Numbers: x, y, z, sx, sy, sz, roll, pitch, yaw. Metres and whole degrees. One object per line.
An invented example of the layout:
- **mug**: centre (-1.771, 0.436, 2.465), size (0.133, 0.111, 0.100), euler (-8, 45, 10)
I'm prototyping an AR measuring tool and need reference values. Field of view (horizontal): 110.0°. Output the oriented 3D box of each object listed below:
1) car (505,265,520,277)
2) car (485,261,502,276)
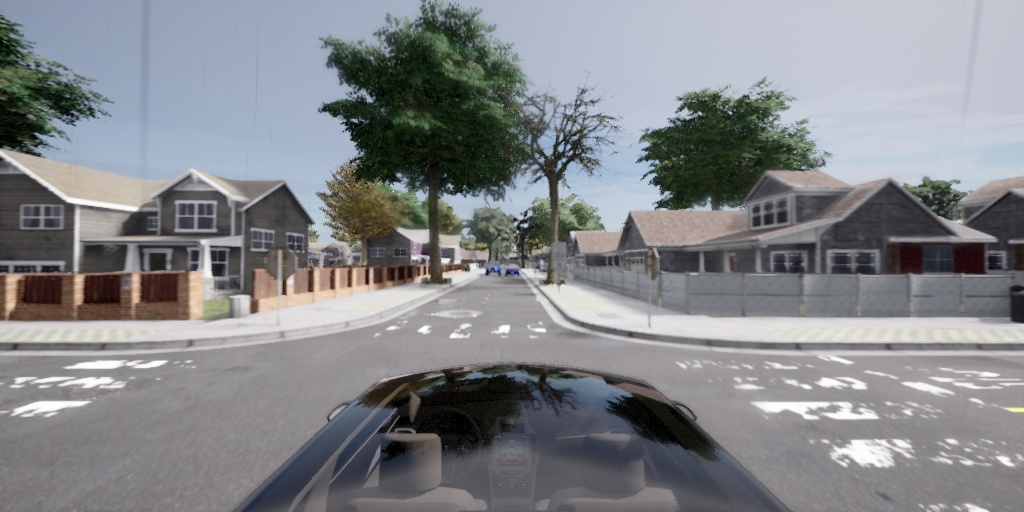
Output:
- **car**: centre (0.047, 2.000, 48.629), size (1.882, 1.535, 5.008), euler (0, -1, 0)
- **car**: centre (-2.698, 1.802, 52.775), size (2.150, 2.045, 5.566), euler (0, -1, 0)
